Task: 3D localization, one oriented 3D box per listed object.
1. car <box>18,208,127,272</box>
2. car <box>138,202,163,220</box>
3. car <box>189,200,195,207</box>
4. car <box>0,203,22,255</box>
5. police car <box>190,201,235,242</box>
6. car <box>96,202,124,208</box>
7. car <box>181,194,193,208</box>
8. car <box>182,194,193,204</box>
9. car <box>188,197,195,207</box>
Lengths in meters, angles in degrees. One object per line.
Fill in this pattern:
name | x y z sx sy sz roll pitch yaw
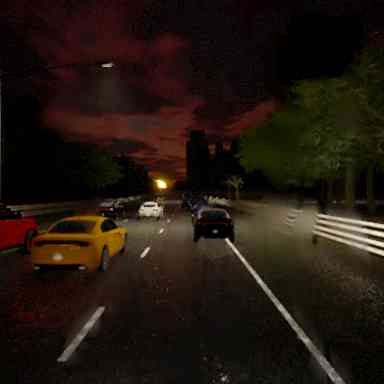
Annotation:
car | -3.428 1.525 10.960 1.882 1.535 5.008 0 0 0
car | -3.586 1.641 29.179 1.812 1.442 4.674 0 0 -1
car | 0.899 1.632 26.918 1.812 1.442 4.674 0 0 -1
car | -6.924 1.267 10.403 2.150 2.045 5.566 0 0 0
police car | 0.993 1.496 16.984 1.930 1.638 5.238 0 0 0
car | -7.084 1.607 28.821 2.128 1.511 4.902 0 0 -1
car | -0.529 1.527 50.300 2.097 1.767 4.553 0 0 -1
car | -0.987 1.367 67.731 2.150 2.045 5.566 0 0 -2
car | 0.819 1.604 32.944 1.882 1.535 5.008 0 0 -1
